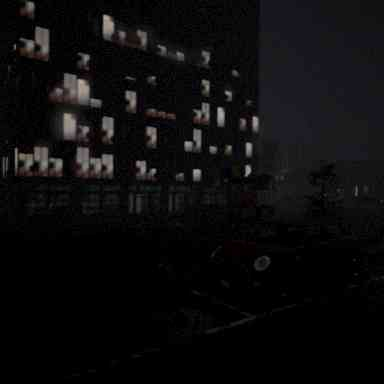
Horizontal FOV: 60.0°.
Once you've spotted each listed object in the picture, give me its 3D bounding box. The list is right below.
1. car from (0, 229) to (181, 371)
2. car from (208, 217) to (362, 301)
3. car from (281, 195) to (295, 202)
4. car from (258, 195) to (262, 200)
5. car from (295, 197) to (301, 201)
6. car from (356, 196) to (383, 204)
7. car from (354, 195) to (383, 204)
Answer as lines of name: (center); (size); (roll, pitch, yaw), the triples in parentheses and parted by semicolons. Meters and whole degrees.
car: (-2.268, 1.435, 4.893); (4.097, 1.590, 1.967); (0, 1, -35)
car: (2.336, 1.401, 8.162); (4.097, 1.590, 1.967); (0, 1, -35)
car: (21.916, 1.311, 74.652); (1.967, 1.590, 4.097); (0, 0, -35)
car: (15.563, 1.364, 83.755); (1.967, 1.590, 4.097); (0, 0, -35)
car: (25.100, 1.160, 70.105); (2.192, 1.841, 5.009); (0, 0, -35)
car: (32.093, 1.370, 60.065); (1.802, 1.307, 4.206); (0, 0, -35)
car: (27.501, 1.143, 51.517); (1.967, 1.590, 4.097); (0, 0, -35)
